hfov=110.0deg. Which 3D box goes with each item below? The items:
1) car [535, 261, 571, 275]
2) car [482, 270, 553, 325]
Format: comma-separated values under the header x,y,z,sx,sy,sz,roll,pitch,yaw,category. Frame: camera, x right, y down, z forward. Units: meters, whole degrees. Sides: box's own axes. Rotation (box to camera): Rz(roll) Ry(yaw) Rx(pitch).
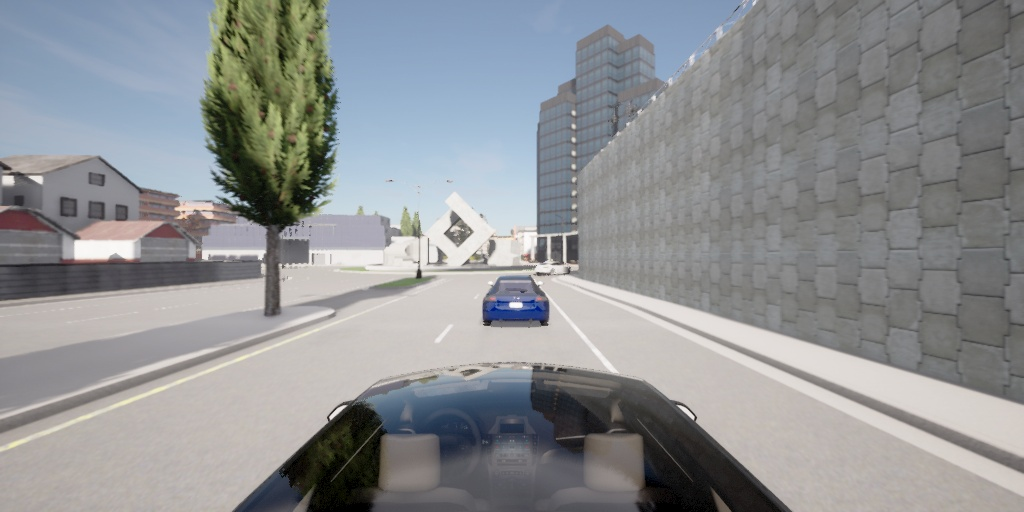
x,y,z,sx,sy,sz,roll,pitch,yaw,category
4.339,1.294,37.779,1.812,1.442,4.674,-1,-1,43,car
0.110,1.319,11.850,1.994,1.385,4.181,0,0,0,car
